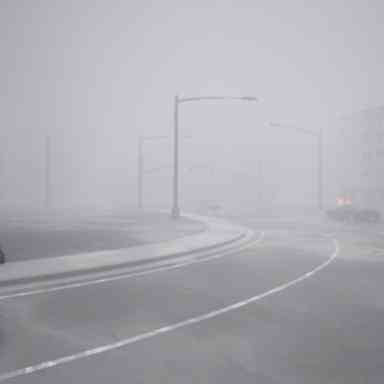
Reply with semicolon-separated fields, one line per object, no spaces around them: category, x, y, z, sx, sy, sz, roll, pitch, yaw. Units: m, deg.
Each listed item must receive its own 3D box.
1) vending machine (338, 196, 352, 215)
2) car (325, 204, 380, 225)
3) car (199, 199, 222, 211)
vending machine;17.147;1.541;37.287;1.100;2.100;0.880;1;0;-19
car;12.634;1.726;26.532;1.882;1.535;5.008;1;0;-10
car;2.521;1.758;46.306;1.882;1.535;5.008;1;-1;-18
